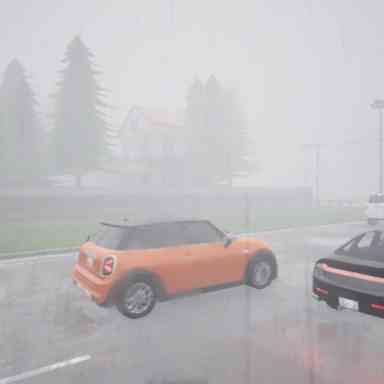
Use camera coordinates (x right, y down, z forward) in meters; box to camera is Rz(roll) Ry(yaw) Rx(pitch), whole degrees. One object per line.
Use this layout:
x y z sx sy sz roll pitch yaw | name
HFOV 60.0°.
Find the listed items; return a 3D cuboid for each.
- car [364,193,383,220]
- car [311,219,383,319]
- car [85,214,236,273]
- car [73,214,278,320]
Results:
13.132 1.073 21.035 5.566 2.045 2.150 0 0 -35 | car
4.341 1.445 6.349 4.902 1.511 2.128 0 0 -34 | car
-0.925 1.551 11.191 4.718 1.301 1.895 0 0 -35 | car
-0.169 1.318 7.502 4.553 1.767 2.097 -1 0 -34 | car
